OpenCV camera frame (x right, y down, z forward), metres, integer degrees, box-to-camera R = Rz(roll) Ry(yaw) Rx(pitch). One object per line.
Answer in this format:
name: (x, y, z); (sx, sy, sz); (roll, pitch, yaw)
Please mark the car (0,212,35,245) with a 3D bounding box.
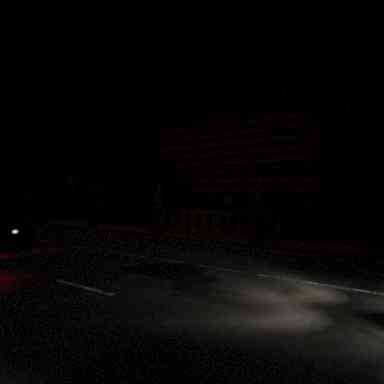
car: (-8.750, 1.561, 14.544); (4.181, 1.385, 1.994); (0, 0, 36)
